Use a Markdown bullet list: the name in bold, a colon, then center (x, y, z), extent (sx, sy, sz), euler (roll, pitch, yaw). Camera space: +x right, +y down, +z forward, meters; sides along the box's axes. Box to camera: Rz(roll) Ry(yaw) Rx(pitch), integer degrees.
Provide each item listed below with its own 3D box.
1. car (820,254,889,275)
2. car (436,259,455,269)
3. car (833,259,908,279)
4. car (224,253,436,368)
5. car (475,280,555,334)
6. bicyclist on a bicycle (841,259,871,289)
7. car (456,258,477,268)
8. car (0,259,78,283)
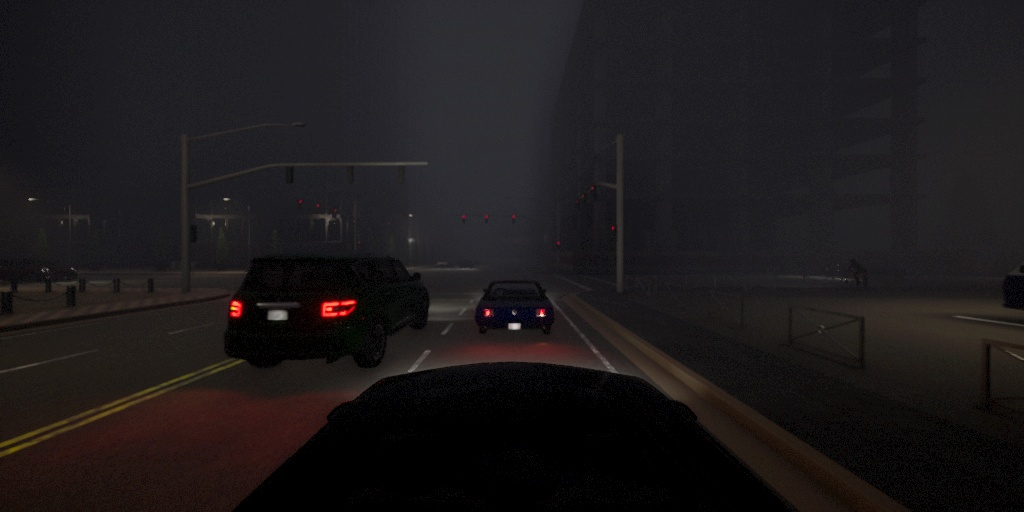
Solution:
- **car**: center (32.310, 0.858, 33.672), extent (5.566, 2.045, 2.150), euler (0, 0, 0)
- **car**: center (-10.574, 1.181, 56.020), extent (1.812, 1.442, 4.674), euler (0, 0, 0)
- **car**: center (30.380, 1.169, 30.156), extent (4.674, 1.442, 1.812), euler (0, 0, 0)
- **car**: center (-3.439, 0.961, 7.980), extent (2.150, 2.045, 5.566), euler (0, 0, 0)
- **car**: center (0.078, 1.335, 10.496), extent (1.895, 1.301, 4.718), euler (0, 0, 0)
- **bicyclist on a bicycle**: center (18.327, 0.966, 19.143), extent (0.582, 1.620, 1.656), euler (0, 0, 0)
- **car**: center (-7.074, 1.219, 56.119), extent (1.994, 1.385, 4.181), euler (0, 0, 0)
- **car**: center (-34.614, 1.005, 25.980), extent (4.553, 1.767, 2.097), euler (0, 0, 0)
